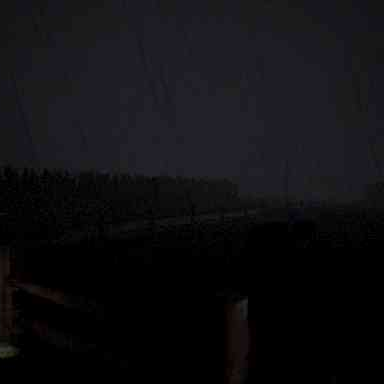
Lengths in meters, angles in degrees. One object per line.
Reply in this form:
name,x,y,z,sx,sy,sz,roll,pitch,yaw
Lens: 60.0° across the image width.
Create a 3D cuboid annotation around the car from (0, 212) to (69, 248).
car,-7.619,1.543,13.801,2.033,1.411,5.357,0,0,22
